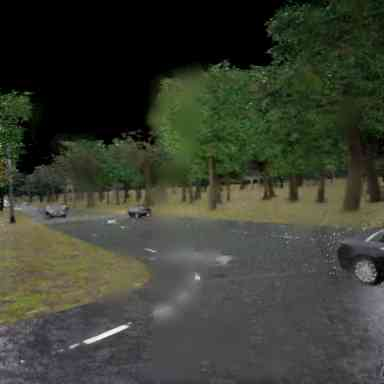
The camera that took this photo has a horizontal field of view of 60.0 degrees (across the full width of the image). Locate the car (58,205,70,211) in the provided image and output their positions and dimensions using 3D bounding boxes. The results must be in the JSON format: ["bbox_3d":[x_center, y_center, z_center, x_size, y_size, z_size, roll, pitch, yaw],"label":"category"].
[{"bbox_3d":[-31.238,3.867,80.835,1.812,1.442,4.674,-4,0,-32],"label":"car"}]

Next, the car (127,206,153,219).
[{"bbox_3d":[-6.323,2.446,40.178,1.837,1.490,4.892,-4,0,-32],"label":"car"}]

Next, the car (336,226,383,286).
[{"bbox_3d":[5.680,1.470,7.331,1.837,1.490,4.892,-3,0,-32],"label":"car"}]

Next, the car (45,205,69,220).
[{"bbox_3d":[-20.627,3.038,50.038,2.150,2.045,5.566,-4,1,-33],"label":"car"}]
